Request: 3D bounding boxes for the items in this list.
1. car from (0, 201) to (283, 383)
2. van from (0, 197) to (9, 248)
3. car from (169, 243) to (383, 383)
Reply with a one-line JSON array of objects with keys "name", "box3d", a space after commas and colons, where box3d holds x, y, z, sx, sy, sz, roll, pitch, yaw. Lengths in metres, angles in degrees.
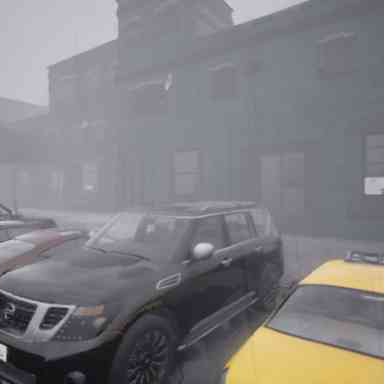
[{"name": "car", "box3d": [-0.286, 1.211, 5.526, 2.435, 2.045, 5.566, 0, 0, 36]}, {"name": "van", "box3d": [-9.282, 1.184, 11.844, 1.878, 1.987, 4.442, 0, 0, 36]}, {"name": "car", "box3d": [2.201, 1.475, 4.013, 1.946, 1.575, 5.366, 0, 0, 36]}]
